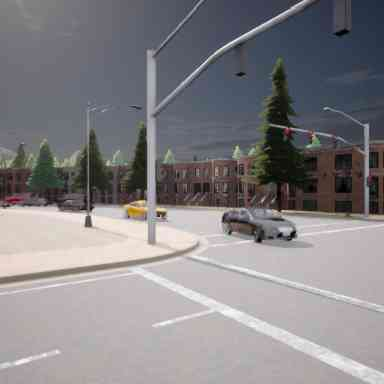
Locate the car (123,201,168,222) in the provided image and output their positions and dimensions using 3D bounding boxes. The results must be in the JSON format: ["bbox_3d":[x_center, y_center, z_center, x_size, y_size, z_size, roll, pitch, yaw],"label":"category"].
[{"bbox_3d":[-3.849,1.477,27.076,1.882,1.535,5.008,0,0,-37],"label":"car"}]

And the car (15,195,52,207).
[{"bbox_3d":[-24.170,1.547,51.137,5.357,1.411,2.033,0,0,17],"label":"car"}]

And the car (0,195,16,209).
[{"bbox_3d":[-26.837,1.532,44.744,4.902,1.511,2.128,0,0,16],"label":"car"}]

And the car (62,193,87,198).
[{"bbox_3d":[-18.913,1.221,52.870,5.566,2.045,2.150,0,0,23],"label":"car"}]

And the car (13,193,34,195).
[{"bbox_3d":[-29.032,1.221,55.923,5.566,2.045,2.150,0,0,10],"label":"car"}]

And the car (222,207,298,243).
[{"bbox_3d":[3.113,1.492,16.176,2.128,1.511,4.902,0,0,-20],"label":"car"}]

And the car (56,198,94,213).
[{"bbox_3d":[-12.973,1.601,37.138,4.718,1.301,1.895,0,0,38],"label":"car"}]
